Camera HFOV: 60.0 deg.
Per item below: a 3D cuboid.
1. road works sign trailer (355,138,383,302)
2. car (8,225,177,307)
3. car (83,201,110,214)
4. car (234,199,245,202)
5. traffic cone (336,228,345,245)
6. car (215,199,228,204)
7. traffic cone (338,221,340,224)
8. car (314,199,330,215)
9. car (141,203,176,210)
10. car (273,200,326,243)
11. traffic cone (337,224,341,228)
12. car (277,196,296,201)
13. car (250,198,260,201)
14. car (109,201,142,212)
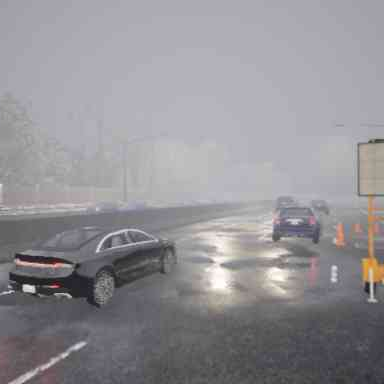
[{"bbox_3d":[5.230,0.501,7.858,2.380,3.560,2.880,-1,-1,23],"label":"road works sign trailer"},{"bbox_3d":[-2.050,1.584,8.371,2.128,1.511,4.902,-1,-1,23],"label":"car"},{"bbox_3d":[-9.548,1.756,35.693,2.097,1.767,4.553,-1,-1,23],"label":"car"},{"bbox_3d":[10.440,2.182,72.991,1.812,1.442,4.674,-1,-1,23],"label":"car"},{"bbox_3d":[6.644,2.048,14.862,0.340,0.580,0.340,-1,-1,23],"label":"traffic cone"},{"bbox_3d":[6.484,2.208,72.654,2.128,1.511,4.902,-1,-1,23],"label":"car"},{"bbox_3d":[8.227,2.071,18.535,0.340,0.580,0.340,-1,-1,23],"label":"traffic cone"},{"bbox_3d":[14.742,1.619,38.507,2.097,1.767,4.553,-1,-1,23],"label":"car"},{"bbox_3d":[-2.859,1.862,33.499,1.812,1.442,4.674,-1,-1,23],"label":"car"},{"bbox_3d":[5.572,1.473,17.219,2.097,1.767,4.553,-1,-1,23],"label":"car"},{"bbox_3d":[7.436,2.059,16.698,0.340,0.580,0.340,-1,-1,23],"label":"traffic cone"},{"bbox_3d":[11.256,1.520,39.260,2.150,2.045,5.566,-1,-1,23],"label":"car"},{"bbox_3d":[13.654,2.100,71.607,1.882,1.535,5.008,-1,-1,23],"label":"car"},{"bbox_3d":[-6.087,1.850,34.884,1.882,1.535,5.008,-1,-1,23],"label":"car"}]
